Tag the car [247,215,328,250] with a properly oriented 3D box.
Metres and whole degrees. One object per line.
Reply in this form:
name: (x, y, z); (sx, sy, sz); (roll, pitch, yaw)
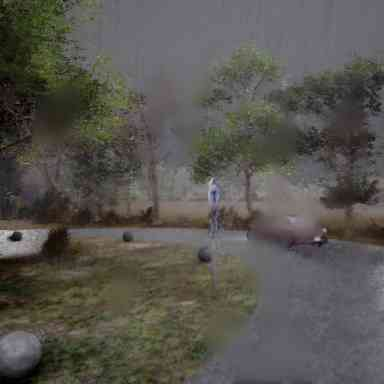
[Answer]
car: (4.369, 1.797, 15.776); (1.812, 1.442, 4.674); (0, -2, -19)
